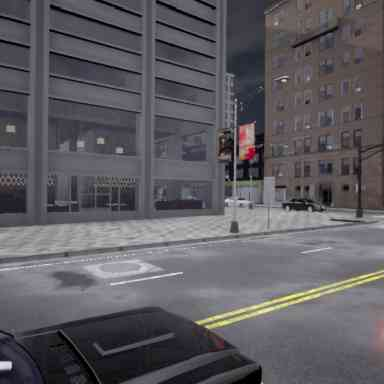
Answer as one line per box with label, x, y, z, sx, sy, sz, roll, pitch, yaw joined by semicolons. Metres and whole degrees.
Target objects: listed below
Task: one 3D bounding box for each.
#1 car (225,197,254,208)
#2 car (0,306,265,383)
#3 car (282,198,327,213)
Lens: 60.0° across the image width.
car;6.072;1.380;43.931;1.812;1.442;4.674;1;0;-35
car;-1.674;1.601;2.197;4.718;1.301;1.895;0;0;-35
car;11.935;1.402;35.605;1.837;1.490;4.892;1;0;-35
